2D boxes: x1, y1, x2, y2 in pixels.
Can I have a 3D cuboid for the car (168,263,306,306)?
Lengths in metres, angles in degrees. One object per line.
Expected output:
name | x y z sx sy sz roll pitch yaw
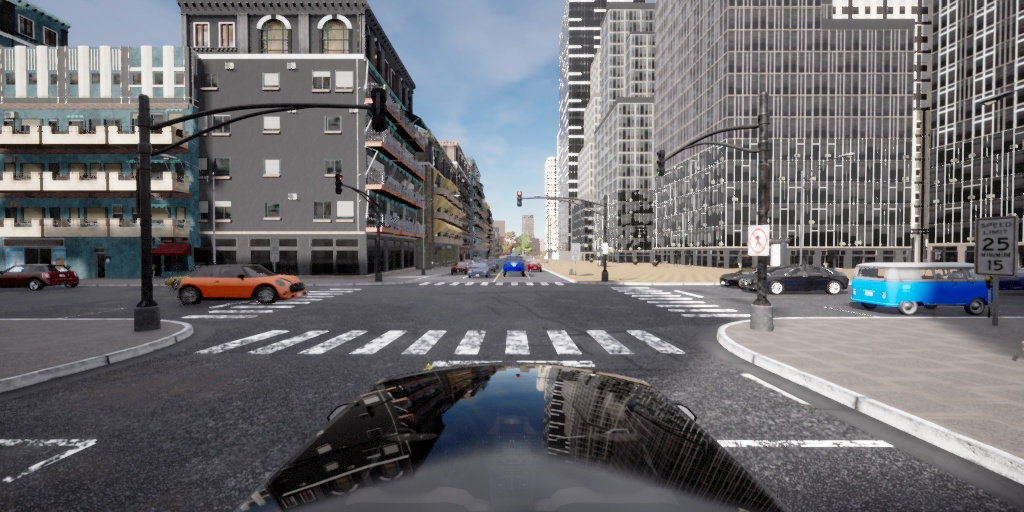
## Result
car | -11.737 1.142 15.844 4.553 1.767 2.097 0 1 -4

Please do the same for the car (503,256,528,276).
car | 0.209 0.968 37.646 2.150 2.045 5.566 0 0 0

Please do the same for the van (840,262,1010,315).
van | 14.720 1.117 12.935 3.998 1.789 1.690 0 0 0

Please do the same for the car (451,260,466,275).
car | -5.587 1.290 39.402 1.888 1.381 4.507 0 0 0

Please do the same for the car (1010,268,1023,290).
car | 24.711 1.196 18.700 4.674 1.442 1.812 0 1 0

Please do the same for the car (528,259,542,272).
car | 2.777 1.290 45.085 1.888 1.381 4.507 0 0 0

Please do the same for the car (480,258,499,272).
car | -2.981 1.309 43.985 1.994 1.385 4.181 0 0 0

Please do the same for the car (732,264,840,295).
car | 14.639 1.194 18.713 4.892 1.490 1.837 0 1 0

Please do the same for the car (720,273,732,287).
car | 14.730 1.216 21.315 4.313 1.339 1.948 0 0 0

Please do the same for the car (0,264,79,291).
car | -28.726 1.190 21.365 4.097 1.591 1.967 0 0 0

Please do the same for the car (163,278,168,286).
car | -17.829 1.247 21.353 4.829 1.417 1.751 0 0 0

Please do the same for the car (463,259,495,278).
car | -3.011 1.293 33.951 2.033 1.411 5.357 0 0 0

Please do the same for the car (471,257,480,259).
car | -5.571 1.185 45.051 1.967 1.591 4.097 0 0 0
